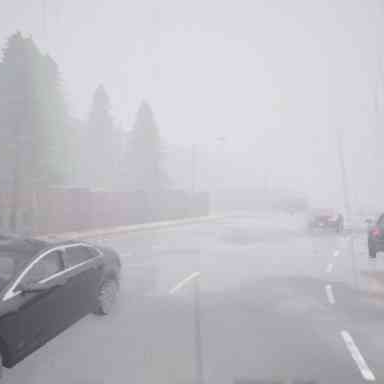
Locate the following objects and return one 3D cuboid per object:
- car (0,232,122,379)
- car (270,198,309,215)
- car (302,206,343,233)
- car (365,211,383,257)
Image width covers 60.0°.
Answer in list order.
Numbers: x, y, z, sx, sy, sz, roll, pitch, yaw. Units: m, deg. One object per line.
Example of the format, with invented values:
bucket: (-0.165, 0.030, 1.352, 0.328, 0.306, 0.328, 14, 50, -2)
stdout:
car: (-2.721, 1.522, 5.034, 2.128, 1.511, 4.902, 0, -1, 12)
car: (11.627, 1.688, 39.755, 2.150, 2.045, 5.566, 1, 0, -19)
car: (8.769, 1.790, 21.782, 1.812, 1.442, 4.674, 0, -1, 29)
car: (8.226, 1.533, 13.395, 2.097, 1.767, 4.553, 0, -1, 27)
